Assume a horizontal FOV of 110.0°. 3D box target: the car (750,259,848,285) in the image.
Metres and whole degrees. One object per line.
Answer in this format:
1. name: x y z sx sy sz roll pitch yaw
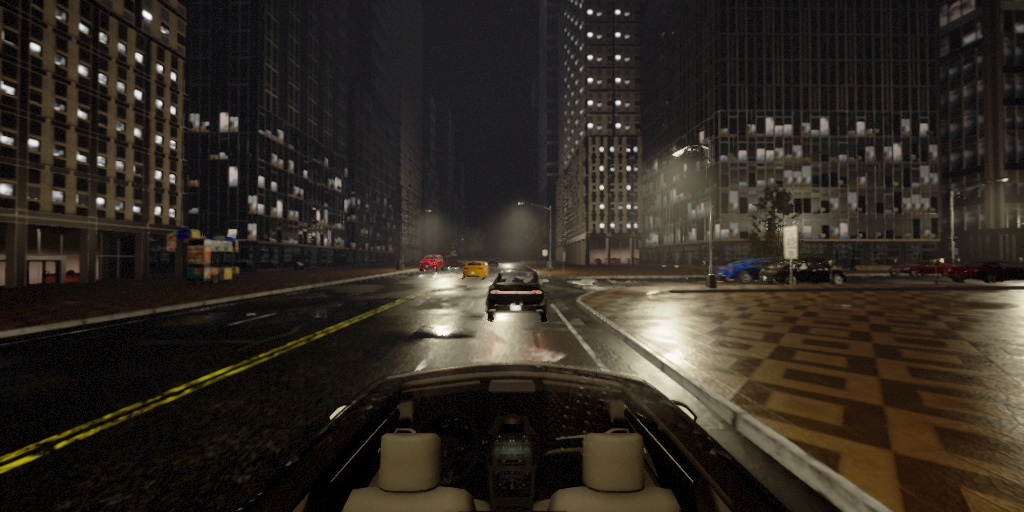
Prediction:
1. car: 16.689 0.989 20.602 4.403 1.370 2.007 0 0 -1

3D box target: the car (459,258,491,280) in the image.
1. car: -3.146 1.192 31.301 1.882 1.535 5.008 0 0 0

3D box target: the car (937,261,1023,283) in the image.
1. car: 27.807 0.915 20.745 4.207 1.307 1.802 0 0 -1

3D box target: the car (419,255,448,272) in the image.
1. car: -9.839 0.880 44.263 2.150 2.045 5.566 0 0 0

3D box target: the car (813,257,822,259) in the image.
1. car: 20.736 0.832 26.456 4.553 1.767 2.097 -1 -1 -1

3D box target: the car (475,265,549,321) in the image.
1. car: 0.247 1.219 12.345 2.128 1.511 4.902 0 0 3

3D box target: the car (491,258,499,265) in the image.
1. car: -3.148 1.118 59.369 2.128 1.511 4.902 0 0 0

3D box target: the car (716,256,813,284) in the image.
1. car: 16.092 0.959 23.340 5.008 1.535 1.882 -1 -1 1

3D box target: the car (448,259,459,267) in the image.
1. car: -9.795 1.188 60.651 1.994 1.385 4.181 0 0 1

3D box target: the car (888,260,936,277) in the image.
1. car: 33.259 0.979 29.197 4.207 1.307 1.802 0 0 -1
